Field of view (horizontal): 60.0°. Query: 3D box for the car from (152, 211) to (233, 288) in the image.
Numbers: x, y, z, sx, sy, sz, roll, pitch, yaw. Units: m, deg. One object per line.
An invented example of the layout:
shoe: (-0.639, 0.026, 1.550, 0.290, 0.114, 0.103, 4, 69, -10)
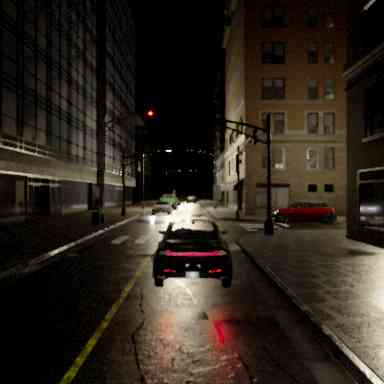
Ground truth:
car: (0.036, 1.521, 9.359, 2.128, 1.511, 4.902, 0, 0, 1)

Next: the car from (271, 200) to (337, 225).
car: (7.892, 1.398, 24.127, 4.553, 1.767, 2.097, 0, 0, 4)

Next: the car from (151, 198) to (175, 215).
car: (-3.134, 1.622, 35.164, 1.812, 1.442, 4.674, 0, 0, 0)

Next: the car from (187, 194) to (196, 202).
car: (-0.088, 1.388, 76.246, 2.097, 1.767, 4.553, 0, 0, 0)

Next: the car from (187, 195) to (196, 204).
car: (-0.076, 1.666, 65.856, 2.128, 1.511, 4.902, 0, 0, 0)

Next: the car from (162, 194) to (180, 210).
car: (-3.126, 1.338, 44.647, 2.150, 2.045, 5.566, 0, 0, 1)
